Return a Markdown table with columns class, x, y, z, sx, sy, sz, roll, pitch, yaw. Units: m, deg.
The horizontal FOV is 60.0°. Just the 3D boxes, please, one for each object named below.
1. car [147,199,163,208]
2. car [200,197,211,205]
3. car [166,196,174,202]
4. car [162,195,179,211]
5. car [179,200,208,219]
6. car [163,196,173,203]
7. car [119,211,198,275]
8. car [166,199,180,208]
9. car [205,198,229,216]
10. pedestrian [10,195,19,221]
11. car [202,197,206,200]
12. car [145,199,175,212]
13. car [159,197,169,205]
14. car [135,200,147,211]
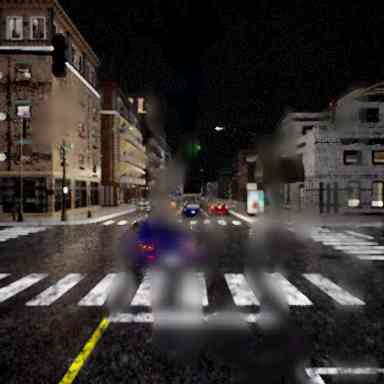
| class | x | y | z | sx | sy | sz | roll | pitch | yaw |
| --- | --- | --- | --- | --- | --- | --- | --- | --- | --- |
| car | -5.691 | 1.740 | 51.290 | 2.008 | 1.369 | 4.403 | 0 | 0 | 0 |
| car | 2.690 | 1.816 | 68.391 | 2.008 | 1.369 | 4.403 | -1 | 0 | 0 |
| car | -5.689 | 1.873 | 85.299 | 1.752 | 1.417 | 4.829 | -1 | 0 | 0 |
| car | -3.074 | 1.505 | 42.638 | 2.097 | 1.767 | 4.553 | 0 | 0 | 0 |
| car | 0.103 | 1.668 | 30.195 | 1.994 | 1.385 | 4.181 | 0 | 0 | 0 |
| car | -5.691 | 1.760 | 79.772 | 1.967 | 1.590 | 4.097 | -1 | 0 | 0 |
| car | -1.180 | 1.567 | 10.609 | 1.812 | 1.442 | 4.674 | 1 | 0 | -17 |
| car | -2.996 | 1.759 | 52.636 | 1.994 | 1.385 | 4.181 | 0 | 0 | 0 |
| car | 2.687 | 1.559 | 34.211 | 1.967 | 1.590 | 4.097 | 0 | 0 | 0 |
| pedestrian | -12.629 | 1.146 | 23.627 | 0.375 | 1.860 | 0.375 | 0 | 0 | 0 |
| car | 2.688 | 1.747 | 45.604 | 1.802 | 1.307 | 4.206 | 0 | 0 | 0 |
| car | -3.094 | 1.677 | 32.837 | 1.994 | 1.385 | 4.181 | 0 | 0 | 0 |
| car | -5.690 | 1.790 | 68.210 | 1.752 | 1.417 | 4.829 | 0 | 0 | 0 |
| car | -5.693 | 1.693 | 39.896 | 2.008 | 1.369 | 4.403 | 0 | 0 | 0 |
